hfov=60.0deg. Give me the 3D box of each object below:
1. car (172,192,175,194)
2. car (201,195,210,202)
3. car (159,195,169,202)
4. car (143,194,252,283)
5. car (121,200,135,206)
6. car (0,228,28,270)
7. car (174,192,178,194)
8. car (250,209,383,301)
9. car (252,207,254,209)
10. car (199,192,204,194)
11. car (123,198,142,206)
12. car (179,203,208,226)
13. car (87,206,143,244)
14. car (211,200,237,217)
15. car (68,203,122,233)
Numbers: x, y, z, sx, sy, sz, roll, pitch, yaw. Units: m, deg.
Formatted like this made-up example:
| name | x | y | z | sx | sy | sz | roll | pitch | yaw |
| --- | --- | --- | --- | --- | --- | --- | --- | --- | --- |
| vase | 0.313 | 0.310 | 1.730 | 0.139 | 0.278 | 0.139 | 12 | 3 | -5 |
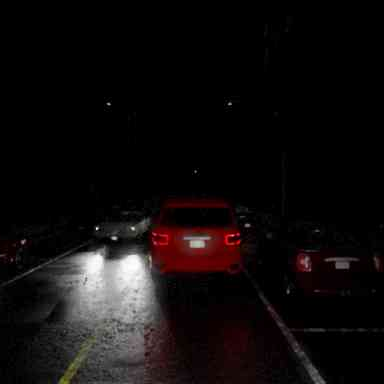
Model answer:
| name | x | y | z | sx | sy | sz | roll | pitch | yaw |
| --- | --- | --- | --- | --- | --- | --- | --- | --- | --- |
| car | -5.612 | 1.318 | 78.174 | 2.008 | 1.369 | 4.403 | 0 | 0 | 0 |
| car | 2.903 | 1.301 | 72.923 | 1.752 | 1.417 | 4.829 | 0 | 0 | 0 |
| car | -5.632 | 1.369 | 67.357 | 1.802 | 1.307 | 4.206 | 0 | 0 | 0 |
| car | 0.099 | 1.183 | 9.669 | 2.150 | 2.045 | 5.566 | 0 | 0 | 0 |
| car | -5.670 | 1.489 | 24.753 | 1.802 | 1.307 | 4.206 | 0 | 0 | 0 |
| car | -5.670 | 1.550 | 8.249 | 1.802 | 1.307 | 4.206 | 0 | 0 | 0 |
| car | -5.582 | 1.278 | 94.230 | 1.752 | 1.417 | 4.829 | 0 | 0 | 0 |
| car | 2.855 | 1.408 | 8.248 | 1.967 | 1.590 | 4.097 | 0 | 0 | 0 |
| car | 2.855 | 1.478 | 19.251 | 2.008 | 1.369 | 4.403 | 0 | 0 | 0 |
| car | 2.892 | 1.227 | 67.343 | 1.967 | 1.590 | 4.097 | 0 | 0 | 0 |
| car | -5.670 | 1.328 | 30.254 | 1.967 | 1.590 | 4.097 | 0 | 0 | 0 |
| car | 0.100 | 1.511 | 23.898 | 1.895 | 1.301 | 4.718 | 0 | 0 | 0 |
| car | -3.094 | 1.542 | 15.516 | 1.895 | 1.301 | 4.718 | 0 | 0 | 0 |
| car | 2.856 | 1.454 | 30.254 | 1.947 | 1.339 | 4.313 | 0 | 0 | 0 |
| car | -5.670 | 1.493 | 19.252 | 1.947 | 1.339 | 4.313 | 0 | 0 | 0 |
